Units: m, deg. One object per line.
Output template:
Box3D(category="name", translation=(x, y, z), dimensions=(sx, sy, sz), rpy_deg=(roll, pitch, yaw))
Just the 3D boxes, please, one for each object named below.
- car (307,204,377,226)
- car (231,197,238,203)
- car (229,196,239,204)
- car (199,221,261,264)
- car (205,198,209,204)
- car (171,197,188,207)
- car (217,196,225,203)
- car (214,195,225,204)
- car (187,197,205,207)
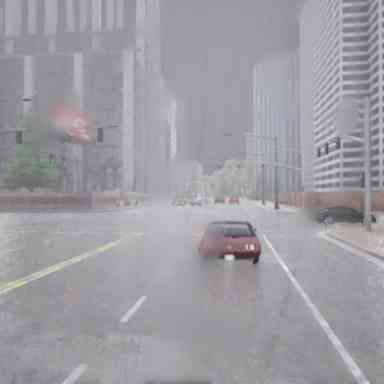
Box3D(category="car", translation=(11.096, 1.706, 24.673), dimensions=(4.892, 1.490, 1.837), rpy_deg=(0, -3, -3))
Box3D(category="car", translation=(11.378, 2.067, 89.493), dimensions=(1.812, 1.442, 4.674), rpy_deg=(0, 0, 7))
Box3D(category="car", translation=(10.006, 1.845, 78.912), dimensions=(2.150, 2.045, 5.566), rpy_deg=(0, 0, 7))
Box3D(category="car", translation=(1.434, 1.699, 12.227), dimensions=(1.895, 1.301, 4.718), rpy_deg=(0, 0, 8))
Box3D(category="car", translation=(2.839, 2.145, 78.076), dimensions=(2.128, 1.511, 4.902), rpy_deg=(0, 0, 7))
Box3D(category="car", translation=(-2.656, 1.992, 63.195), dimensions=(2.128, 1.511, 4.902), rpy_deg=(0, 0, 8))
Box3D(category="car", translation=(7.903, 1.900, 89.915), dimensions=(2.097, 1.767, 4.553), rpy_deg=(0, 0, 7))
Box3D(category="car", translation=(6.535, 1.848, 79.362), dimensions=(2.150, 2.045, 5.566), rpy_deg=(0, 0, 7))
Box3D(category="car", translation=(0.813, 2.023, 62.735), dimensions=(1.812, 1.442, 4.674), rpy_deg=(0, 0, 8))
